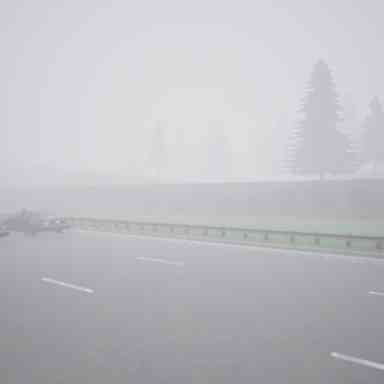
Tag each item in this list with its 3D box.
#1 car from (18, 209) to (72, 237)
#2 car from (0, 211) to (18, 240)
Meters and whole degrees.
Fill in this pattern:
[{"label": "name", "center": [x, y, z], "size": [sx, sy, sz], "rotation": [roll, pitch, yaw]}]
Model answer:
[{"label": "car", "center": [-9.189, 1.681, 19.170], "size": [5.357, 1.411, 2.033], "rotation": [-1, 0, 36]}, {"label": "car", "center": [-10.934, 1.678, 16.114], "size": [5.357, 1.411, 2.033], "rotation": [-1, 0, 36]}]
